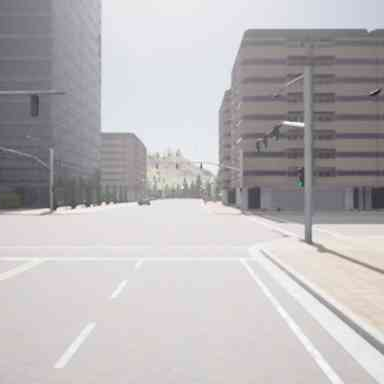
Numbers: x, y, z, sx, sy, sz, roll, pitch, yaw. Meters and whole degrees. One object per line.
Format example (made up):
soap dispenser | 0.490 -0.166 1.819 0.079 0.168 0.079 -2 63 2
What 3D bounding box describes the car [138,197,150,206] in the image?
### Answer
car | -10.512 2.024 73.110 2.150 2.045 5.566 0 -1 0
